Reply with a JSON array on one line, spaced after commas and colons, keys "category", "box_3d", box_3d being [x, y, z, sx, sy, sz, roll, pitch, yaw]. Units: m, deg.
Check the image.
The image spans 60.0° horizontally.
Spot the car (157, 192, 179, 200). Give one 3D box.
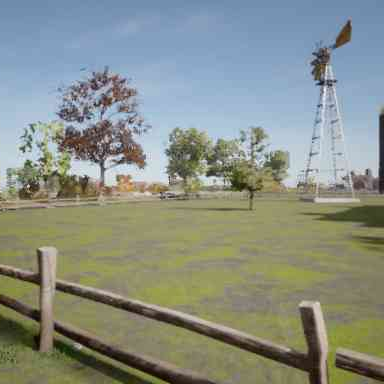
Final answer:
[{"category": "car", "box_3d": [-4.620, 0.739, 63.343, 1.895, 1.301, 4.718, 0, 1, 37]}]
